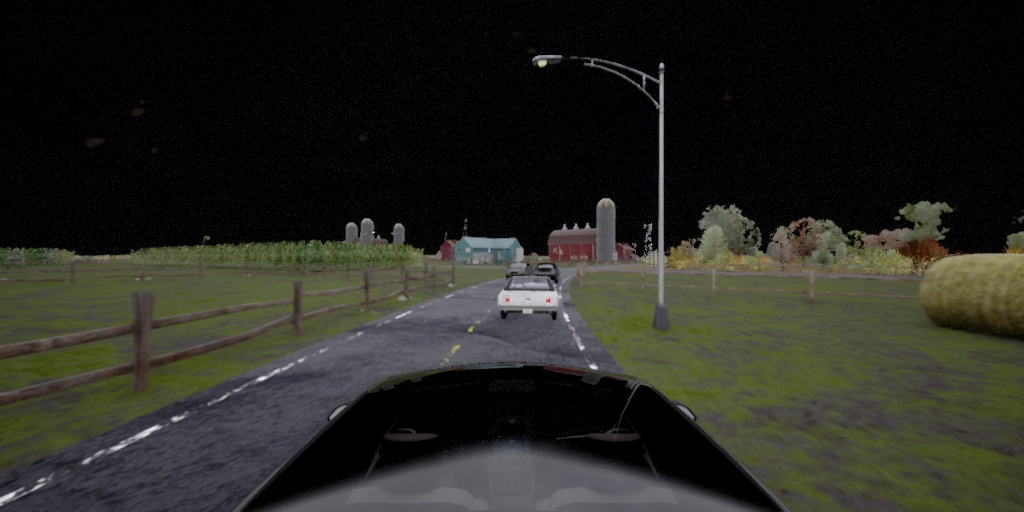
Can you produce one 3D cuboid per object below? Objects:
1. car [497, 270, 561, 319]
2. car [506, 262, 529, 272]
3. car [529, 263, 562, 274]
[{"bbox_3d":[0.671,1.366,12.916,1.895,1.301,4.718,0,0,5],"label":"car"},{"bbox_3d":[0.699,1.298,32.372,1.837,1.490,4.892,0,0,13],"label":"car"},{"bbox_3d":[2.765,1.299,27.955,1.837,1.490,4.892,0,0,11],"label":"car"}]
